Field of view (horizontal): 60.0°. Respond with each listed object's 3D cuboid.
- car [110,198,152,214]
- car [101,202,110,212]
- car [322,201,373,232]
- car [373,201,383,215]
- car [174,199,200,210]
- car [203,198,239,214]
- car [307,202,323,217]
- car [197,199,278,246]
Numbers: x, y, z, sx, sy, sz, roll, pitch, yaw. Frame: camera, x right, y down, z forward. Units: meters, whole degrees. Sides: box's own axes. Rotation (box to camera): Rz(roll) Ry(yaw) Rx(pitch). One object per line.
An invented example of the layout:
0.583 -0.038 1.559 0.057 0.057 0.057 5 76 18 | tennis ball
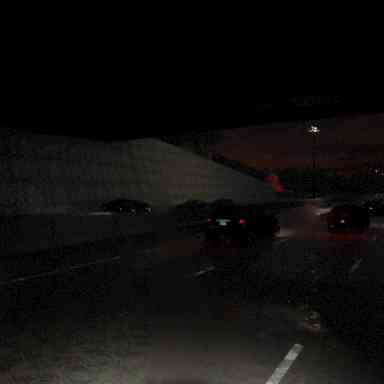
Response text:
-6.078 1.561 35.062 1.994 1.385 4.181 0 0 33 | car
-8.241 1.501 38.157 1.837 1.490 4.892 0 0 33 | car
9.601 1.476 20.281 1.882 1.535 5.008 0 0 33 | car
18.261 1.560 33.647 1.994 1.385 4.181 0 0 33 | car
0.187 1.544 38.275 2.033 1.411 5.357 0 0 33 | car
3.290 1.502 36.623 1.837 1.490 4.892 0 0 33 | car
12.049 1.598 30.496 1.895 1.301 4.718 0 0 33 | car
2.464 1.350 15.705 2.097 1.767 4.553 0 0 33 | car
